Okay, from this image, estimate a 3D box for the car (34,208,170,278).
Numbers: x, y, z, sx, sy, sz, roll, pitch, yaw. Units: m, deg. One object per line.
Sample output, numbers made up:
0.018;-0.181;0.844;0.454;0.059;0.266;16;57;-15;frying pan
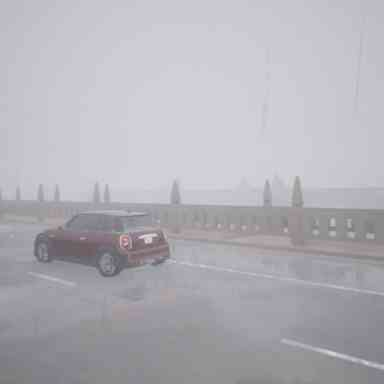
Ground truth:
-2.925;1.353;10.394;4.553;1.767;2.097;0;0;36;car
